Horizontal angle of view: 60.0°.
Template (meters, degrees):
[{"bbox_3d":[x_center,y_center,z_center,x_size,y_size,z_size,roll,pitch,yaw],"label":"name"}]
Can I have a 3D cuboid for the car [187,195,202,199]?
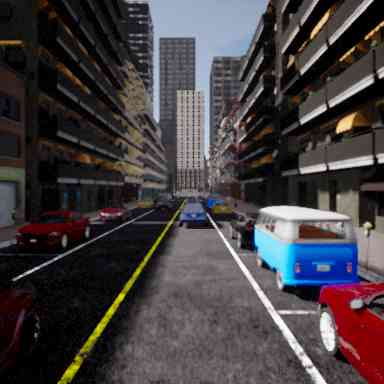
[{"bbox_3d":[0.093,1.450,45.677,1.895,1.301,4.718,0,0,0],"label":"car"}]

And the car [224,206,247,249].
[{"bbox_3d":[2.681,1.517,14.174,1.947,1.339,4.313,0,0,0],"label":"car"}]

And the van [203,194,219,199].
[{"bbox_3d":[2.674,1.203,41.791,1.690,1.788,3.998,-1,0,0],"label":"van"}]

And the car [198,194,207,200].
[{"bbox_3d":[2.668,1.283,85.978,2.008,1.369,4.403,-1,0,0],"label":"car"}]

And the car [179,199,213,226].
[{"bbox_3d":[0.095,1.470,22.663,2.033,1.411,5.357,0,0,0],"label":"car"}]

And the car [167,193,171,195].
[{"bbox_3d":[-5.709,1.339,63.896,1.887,1.381,4.507,0,0,0],"label":"car"}]

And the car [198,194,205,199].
[{"bbox_3d":[2.667,1.243,91.672,1.752,1.417,4.829,-1,0,0],"label":"car"}]

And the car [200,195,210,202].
[{"bbox_3d":[2.671,1.330,69.407,2.008,1.369,4.403,-1,0,0],"label":"car"}]

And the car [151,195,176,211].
[{"bbox_3d":[-3.097,1.420,38.160,2.033,1.411,5.357,0,0,0],"label":"car"}]

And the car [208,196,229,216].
[{"bbox_3d":[2.677,1.421,30.914,1.752,1.417,4.829,0,0,0],"label":"car"}]

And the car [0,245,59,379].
[{"bbox_3d":[-3.096,1.553,3.058,1.994,1.385,4.181,0,0,0],"label":"car"}]

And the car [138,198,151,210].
[{"bbox_3d":[-5.705,1.387,41.632,1.752,1.417,4.829,0,0,0],"label":"car"}]

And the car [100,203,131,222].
[{"bbox_3d":[-5.702,1.495,25.232,1.802,1.307,4.206,0,0,0],"label":"car"}]

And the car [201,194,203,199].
[{"bbox_3d":[2.672,1.346,63.884,2.008,1.369,4.403,-1,0,0],"label":"car"}]

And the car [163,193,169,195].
[{"bbox_3d":[-5.707,1.377,58.372,1.947,1.339,4.313,0,0,0],"label":"car"}]

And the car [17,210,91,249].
[{"bbox_3d":[-5.700,1.495,14.185,1.887,1.381,4.507,0,0,0],"label":"car"}]

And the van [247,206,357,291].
[{"bbox_3d":[2.680,1.311,8.650,1.690,1.788,3.998,0,0,0],"label":"van"}]

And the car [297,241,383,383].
[{"bbox_3d":[2.683,1.534,3.127,1.887,1.381,4.507,0,0,0],"label":"car"}]
